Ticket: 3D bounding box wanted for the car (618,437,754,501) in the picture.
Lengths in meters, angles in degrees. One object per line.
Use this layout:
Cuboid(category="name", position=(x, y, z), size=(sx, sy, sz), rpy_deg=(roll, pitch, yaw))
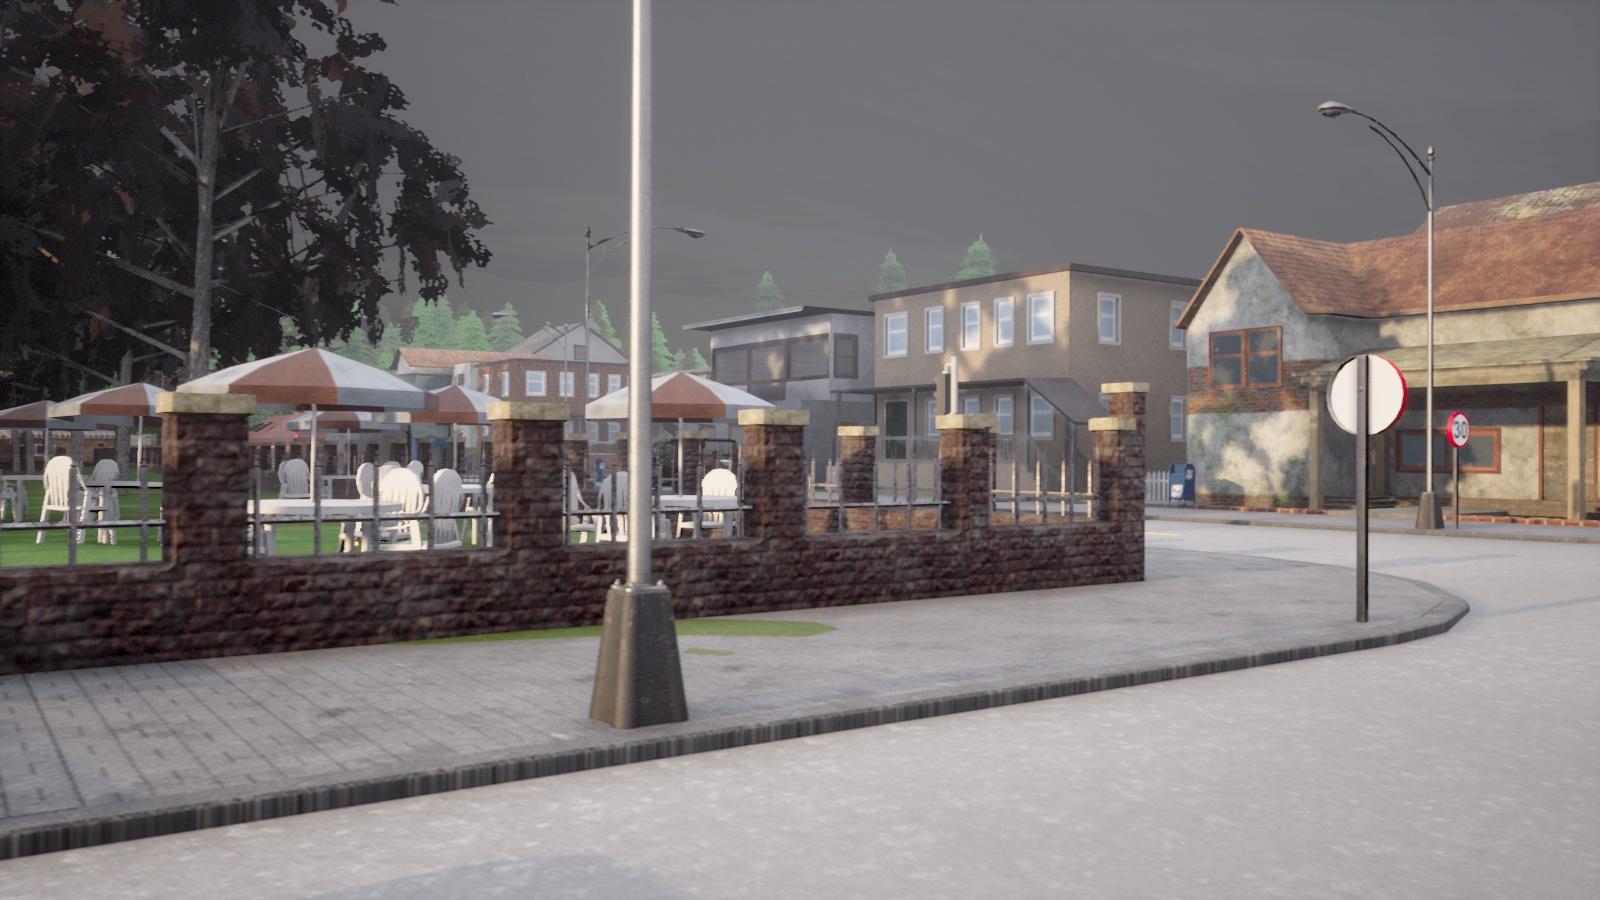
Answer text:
Cuboid(category="car", position=(-3.977, 0.624, 42.961), size=(2.150, 2.045, 5.566), rpy_deg=(0, 0, -35))
